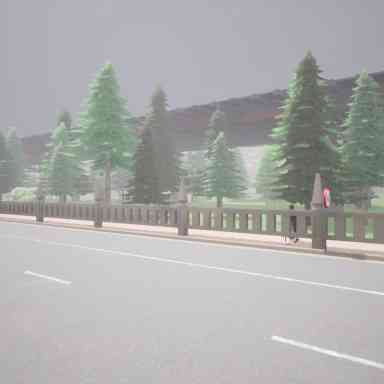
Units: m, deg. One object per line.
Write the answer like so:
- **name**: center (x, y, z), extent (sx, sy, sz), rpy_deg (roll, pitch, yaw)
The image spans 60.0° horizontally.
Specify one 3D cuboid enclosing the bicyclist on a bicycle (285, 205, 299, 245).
- **bicyclist on a bicycle**: center (4.111, 1.343, 13.596), extent (0.582, 1.620, 1.656), rpy_deg (0, -3, 35)
